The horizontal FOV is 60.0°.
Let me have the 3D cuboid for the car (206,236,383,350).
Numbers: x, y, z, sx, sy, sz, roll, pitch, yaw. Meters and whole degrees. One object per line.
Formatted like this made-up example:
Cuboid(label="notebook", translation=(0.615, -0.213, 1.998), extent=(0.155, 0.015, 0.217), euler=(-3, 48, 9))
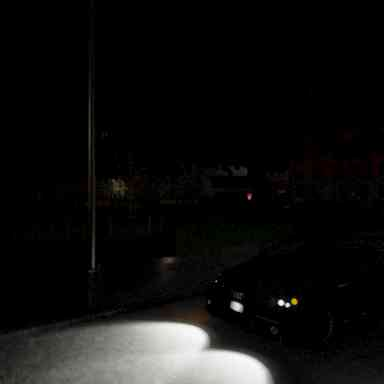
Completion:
Cuboid(label="car", translation=(2.304, 1.578, 6.273), extent=(4.181, 1.385, 1.994), euler=(0, 0, -36))
